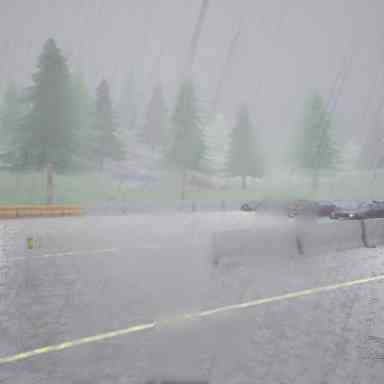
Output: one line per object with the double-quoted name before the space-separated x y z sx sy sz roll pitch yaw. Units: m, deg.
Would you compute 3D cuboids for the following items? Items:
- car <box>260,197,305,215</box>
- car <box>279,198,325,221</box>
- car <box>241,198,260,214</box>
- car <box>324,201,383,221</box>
"car" 8.701 1.193 28.482 4.902 1.511 2.128 -1 1 -28
"car" 9.134 1.349 24.757 4.718 1.301 1.895 -1 1 -28
"car" 6.695 1.237 31.381 4.181 1.385 1.994 -1 1 -28
"car" 11.680 1.319 22.141 5.357 1.411 2.033 -1 1 -28
